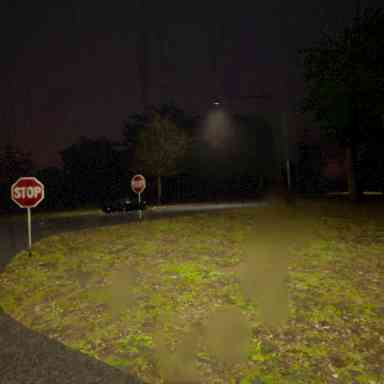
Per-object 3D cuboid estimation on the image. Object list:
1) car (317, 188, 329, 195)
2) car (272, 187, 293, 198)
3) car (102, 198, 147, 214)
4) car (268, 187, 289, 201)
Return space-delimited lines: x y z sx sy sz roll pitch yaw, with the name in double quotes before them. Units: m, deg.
"car" 28.738 -0.151 73.140 1.812 1.442 4.674 -3 -1 28
"car" 17.832 0.056 65.189 2.150 2.045 5.566 -4 -1 34
"car" -6.085 1.232 30.277 1.994 1.385 4.181 -4 -1 34
"car" 11.381 0.415 43.393 1.812 1.442 4.674 -4 -1 34
